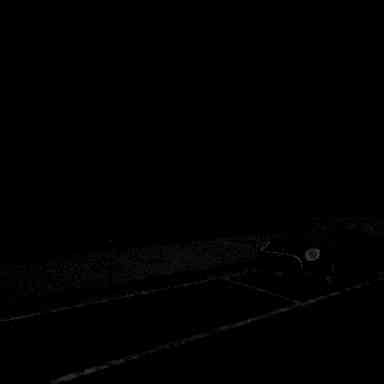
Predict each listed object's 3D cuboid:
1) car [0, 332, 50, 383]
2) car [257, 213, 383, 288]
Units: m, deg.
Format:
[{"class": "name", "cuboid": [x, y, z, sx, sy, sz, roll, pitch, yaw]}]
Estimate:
[{"class": "car", "cuboid": [-3.217, 1.547, 1.086, 5.357, 1.411, 2.033, 0, 0, -36]}, {"class": "car", "cuboid": [3.693, 1.440, 9.158, 4.097, 1.590, 1.967, 0, 0, -35]}]
